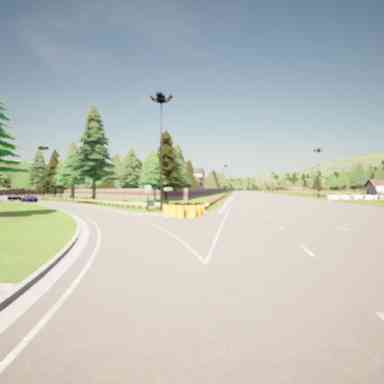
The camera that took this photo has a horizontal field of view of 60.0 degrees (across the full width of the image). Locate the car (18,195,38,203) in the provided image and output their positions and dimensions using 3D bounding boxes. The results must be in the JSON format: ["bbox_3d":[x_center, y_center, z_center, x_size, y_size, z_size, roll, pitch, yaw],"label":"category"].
[{"bbox_3d":[-30.220,1.242,61.912,1.994,1.385,4.181,-1,1,-42],"label":"car"}]

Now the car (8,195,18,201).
[{"bbox_3d":[-36.888,1.182,69.330,1.895,1.301,4.718,-1,1,-42],"label":"car"}]
